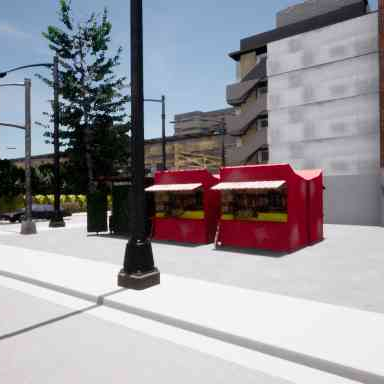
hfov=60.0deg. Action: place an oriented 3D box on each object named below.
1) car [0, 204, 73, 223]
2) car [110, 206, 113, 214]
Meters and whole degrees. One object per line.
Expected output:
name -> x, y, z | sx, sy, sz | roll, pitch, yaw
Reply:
car -> -12.444, 1.686, 26.971 | 2.033, 1.411, 5.357 | -1, -1, 36
car -> -6.440, 1.490, 35.257 | 2.097, 1.767, 4.553 | -1, -1, 36
